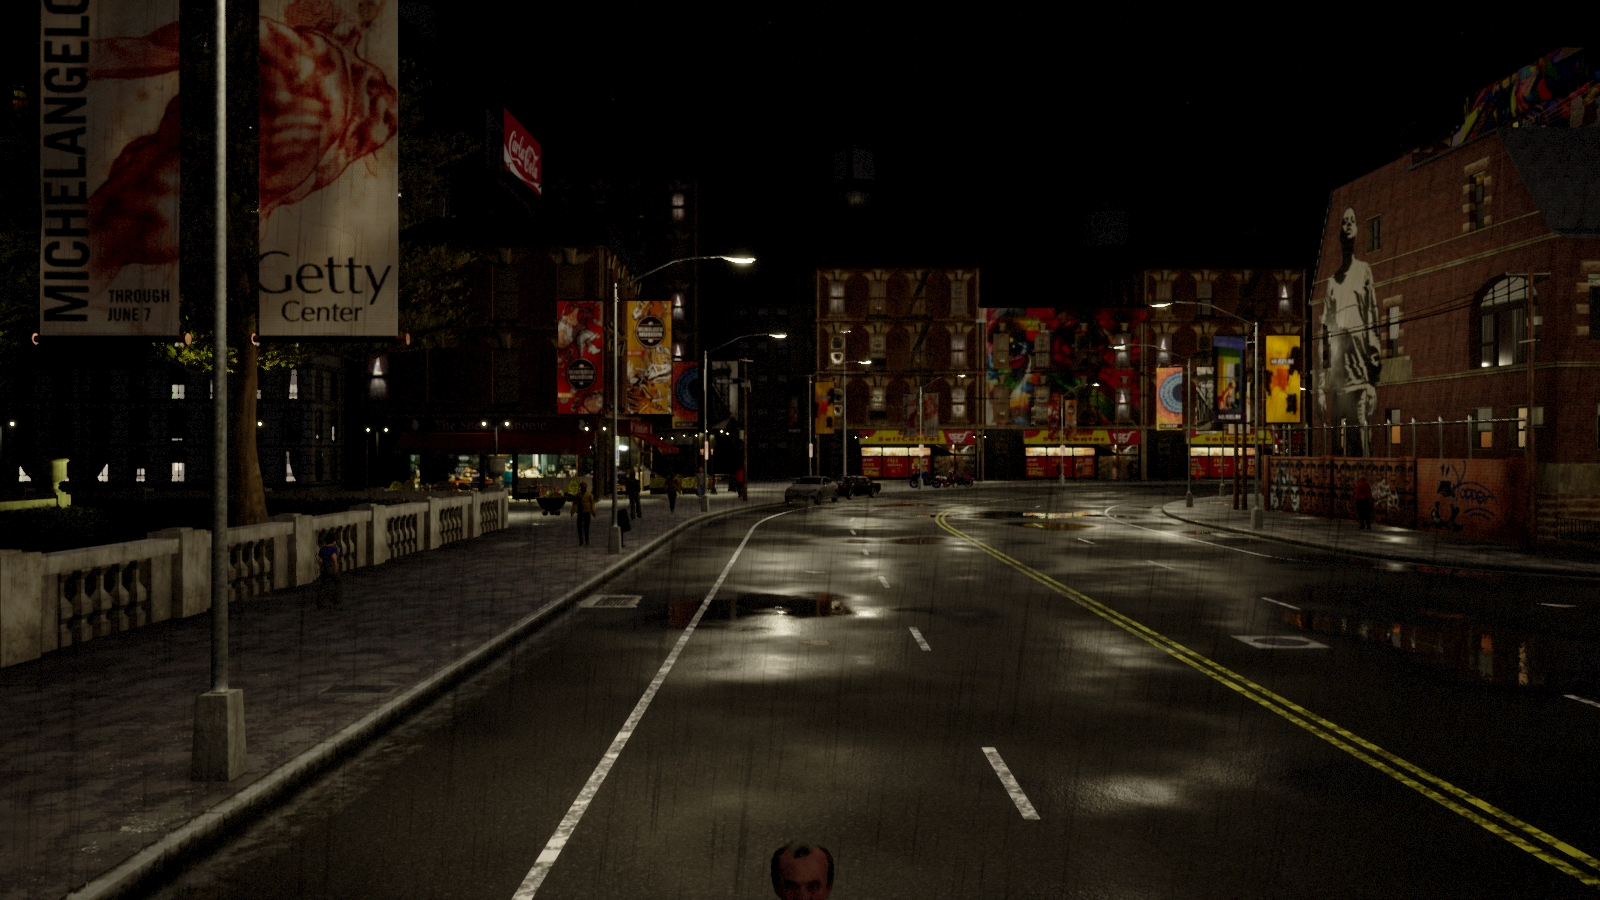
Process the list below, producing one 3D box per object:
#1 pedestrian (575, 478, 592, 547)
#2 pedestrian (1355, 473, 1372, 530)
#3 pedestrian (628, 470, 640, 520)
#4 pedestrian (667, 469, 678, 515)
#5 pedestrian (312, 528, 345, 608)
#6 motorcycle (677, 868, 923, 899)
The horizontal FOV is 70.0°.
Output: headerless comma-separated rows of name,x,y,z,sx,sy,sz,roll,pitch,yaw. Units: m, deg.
pedestrian,-5.891,1.696,31.098,0.375,1.860,0.375,0,0,2
pedestrian,18.549,1.696,37.590,0.375,1.860,0.375,0,0,1
pedestrian,-6.249,1.696,43.002,0.375,1.860,0.375,0,0,9
pedestrian,-5.161,1.696,46.237,0.375,1.860,0.375,0,0,0
pedestrian,-7.937,1.978,19.237,0.375,1.300,0.375,0,0,8
motorcycle,-0.002,2.182,3.374,0.856,1.236,1.805,0,0,0
